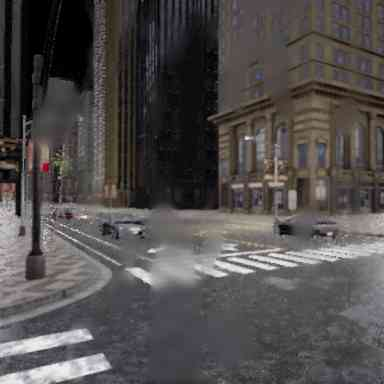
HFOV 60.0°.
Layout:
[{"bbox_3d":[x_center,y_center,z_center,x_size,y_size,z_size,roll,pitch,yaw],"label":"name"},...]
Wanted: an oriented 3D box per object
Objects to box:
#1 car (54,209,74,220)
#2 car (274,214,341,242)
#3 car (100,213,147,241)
[{"bbox_3d":[-16.194,2.833,41.900,1.895,1.301,4.718,1,-2,-29],"label":"car"},{"bbox_3d":[6.591,2.049,19.667,2.128,1.511,4.902,0,-2,-14],"label":"car"},{"bbox_3d":[-4.357,2.082,20.716,2.128,1.511,4.902,1,-2,-29],"label":"car"}]
